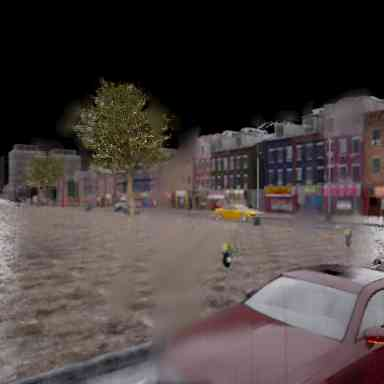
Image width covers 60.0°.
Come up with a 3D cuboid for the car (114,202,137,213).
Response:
[{"bbox_3d":[-9.766,2.254,48.385,1.837,1.490,4.892,0,-2,-35],"label":"car"}]

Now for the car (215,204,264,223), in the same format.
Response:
[{"bbox_3d":[4.062,1.820,29.038,1.882,1.535,5.008,0,-1,-36],"label":"car"}]

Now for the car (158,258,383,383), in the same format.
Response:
[{"bbox_3d":[1.627,1.602,3.970,4.206,1.307,1.802,0,0,-35],"label":"car"}]
